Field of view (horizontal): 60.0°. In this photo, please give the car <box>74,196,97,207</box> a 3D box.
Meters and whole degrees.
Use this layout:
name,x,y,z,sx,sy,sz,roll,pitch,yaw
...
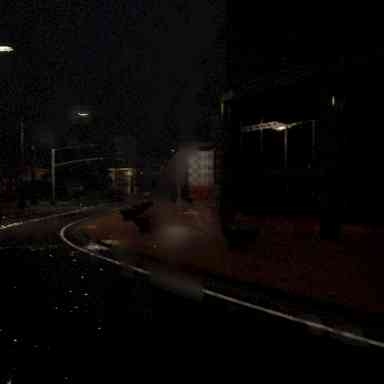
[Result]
name,x,y,z,sx,sy,sz,roll,pitch,yaw
car,-14.403,1.208,45.357,2.033,1.411,5.357,0,0,-3

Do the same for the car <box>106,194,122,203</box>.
name,x,y,z,sx,sy,sz,roll,pitch,yaw
car,-13.396,1.098,57.310,1.812,1.442,4.674,0,0,-26

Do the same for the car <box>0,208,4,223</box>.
name,x,y,z,sx,sy,sz,roll,pitch,yaw
car,-13.553,1.400,20.462,1.812,1.442,4.674,0,1,2
